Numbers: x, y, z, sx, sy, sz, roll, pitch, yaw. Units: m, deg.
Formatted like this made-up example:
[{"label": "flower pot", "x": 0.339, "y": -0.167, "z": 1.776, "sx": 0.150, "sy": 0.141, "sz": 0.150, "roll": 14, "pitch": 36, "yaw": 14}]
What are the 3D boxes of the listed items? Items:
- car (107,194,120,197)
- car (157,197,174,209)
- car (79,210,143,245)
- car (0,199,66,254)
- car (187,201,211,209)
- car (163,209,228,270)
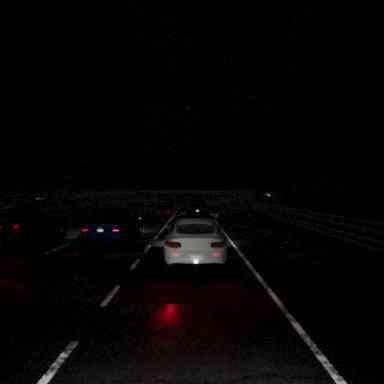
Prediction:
[{"label": "car", "x": -21.003, "y": 1.604, "z": 91.651, "sx": 2.150, "sy": 2.045, "sz": 5.566, "roll": 0, "pitch": -1, "yaw": 0}, {"label": "car", "x": -3.501, "y": 1.421, "z": 43.815, "sx": 2.128, "sy": 1.511, "sz": 4.902, "roll": 0, "pitch": 0, "yaw": 0}, {"label": "car", "x": -3.499, "y": 1.520, "z": 15.200, "sx": 2.033, "sy": 1.411, "sz": 5.357, "roll": 0, "pitch": 0, "yaw": 0}, {"label": "car", "x": -6.900, "y": 1.327, "z": 13.581, "sx": 2.097, "sy": 1.767, "sz": 4.553, "roll": 0, "pitch": 0, "yaw": 0}, {"label": "car", "x": 0.642, "y": 1.506, "z": 29.365, "sx": 1.994, "sy": 1.385, "sz": 4.181, "roll": 0, "pitch": 0, "yaw": 5}, {"label": "car", "x": 0.100, "y": 1.506, "z": 10.779, "sx": 1.812, "sy": 1.442, "sz": 4.674, "roll": 0, "pitch": 0, "yaw": 0}]
